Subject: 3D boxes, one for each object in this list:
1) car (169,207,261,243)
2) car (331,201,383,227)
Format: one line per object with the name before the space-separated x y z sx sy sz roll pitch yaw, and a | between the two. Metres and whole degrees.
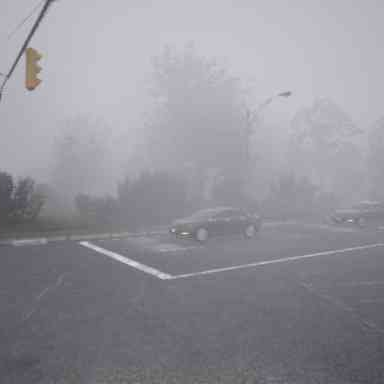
car | 1.206 1.497 16.225 4.892 1.490 1.837 0 0 -33
car | 11.481 1.425 22.323 4.892 1.490 1.837 -1 1 -28
